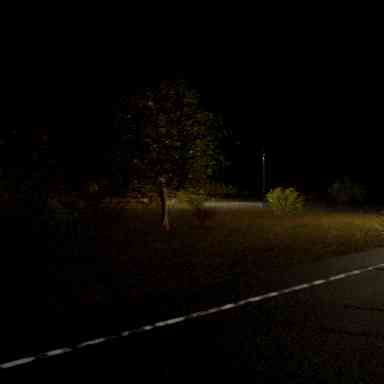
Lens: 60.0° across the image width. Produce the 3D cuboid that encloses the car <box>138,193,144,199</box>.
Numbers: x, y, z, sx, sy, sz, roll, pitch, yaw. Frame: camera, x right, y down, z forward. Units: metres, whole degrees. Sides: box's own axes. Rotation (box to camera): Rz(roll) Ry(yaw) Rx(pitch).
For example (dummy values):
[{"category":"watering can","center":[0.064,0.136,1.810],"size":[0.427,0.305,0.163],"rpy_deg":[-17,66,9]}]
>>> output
[{"category":"car","center":[-13.298,0.970,79.927],"size":[2.097,1.767,4.553],"rpy_deg":[0,0,-31]}]

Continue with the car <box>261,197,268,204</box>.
[{"category":"car","center":[13.438,1.151,54.371],"size":[2.097,1.767,4.553],"rpy_deg":[0,0,-37]}]
